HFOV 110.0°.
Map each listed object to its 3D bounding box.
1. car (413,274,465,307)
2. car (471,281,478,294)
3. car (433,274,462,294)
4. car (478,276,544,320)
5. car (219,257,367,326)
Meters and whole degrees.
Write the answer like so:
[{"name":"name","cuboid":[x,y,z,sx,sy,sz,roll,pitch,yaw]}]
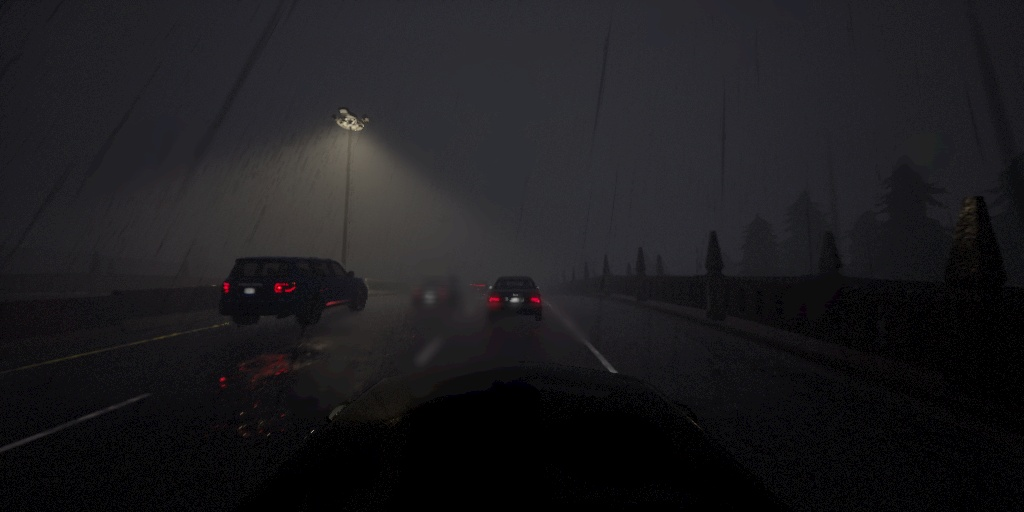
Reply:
[{"name":"car","cuboid":[-3.394,1.581,17.123,1.812,1.442,4.674,0,-3,0]},{"name":"car","cuboid":[-3.385,3.464,39.439,1.837,1.490,4.892,0,-6,0]},{"name":"car","cuboid":[-6.885,3.137,39.034,2.150,2.045,5.566,0,-6,0]},{"name":"car","cuboid":[0.105,1.441,13.135,2.033,1.411,5.357,0,-2,0]},{"name":"car","cuboid":[-6.896,1.083,12.104,2.150,2.045,5.566,0,-2,0]}]
